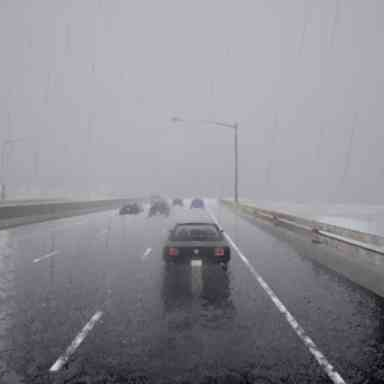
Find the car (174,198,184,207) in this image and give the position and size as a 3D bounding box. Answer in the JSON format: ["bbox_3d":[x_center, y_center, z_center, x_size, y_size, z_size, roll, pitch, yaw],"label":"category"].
[{"bbox_3d":[-2.433,1.780,57.177,1.837,1.490,4.892,0,-1,2],"label":"car"}]

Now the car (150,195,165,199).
[{"bbox_3d":[-5.944,1.501,57.049,2.150,2.045,5.566,0,0,2],"label":"car"}]

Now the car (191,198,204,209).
[{"bbox_3d":[0.856,1.717,50.535,1.882,1.535,5.008,0,0,2],"label":"car"}]

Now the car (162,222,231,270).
[{"bbox_3d":[0.142,1.646,11.173,1.895,1.301,4.718,0,0,0],"label":"car"}]

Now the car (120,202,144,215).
[{"bbox_3d":[-6.505,1.727,36.274,1.994,1.385,4.181,0,0,1],"label":"car"}]

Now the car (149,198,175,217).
[{"bbox_3d":[-3.070,1.653,33.035,1.837,1.490,4.892,0,0,1],"label":"car"}]
